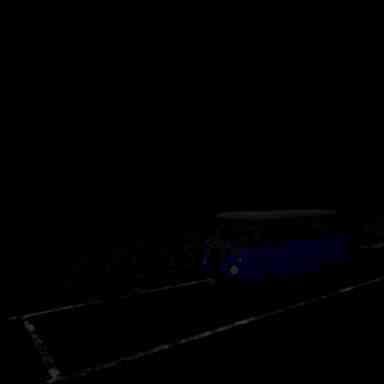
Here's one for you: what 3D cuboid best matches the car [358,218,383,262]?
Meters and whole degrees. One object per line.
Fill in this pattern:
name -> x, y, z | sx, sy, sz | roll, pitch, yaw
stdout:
car -> 6.672, 1.553, 11.376 | 4.206, 1.307, 1.802 | 0, 0, -35

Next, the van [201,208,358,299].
van -> 2.106, 1.326, 8.131 | 3.998, 1.788, 1.690 | 0, 0, -35
